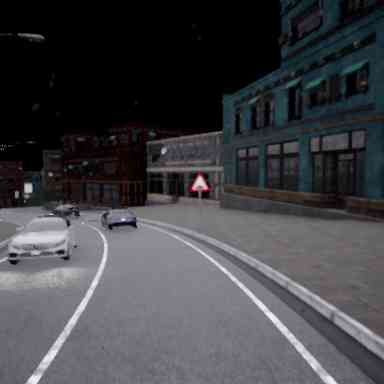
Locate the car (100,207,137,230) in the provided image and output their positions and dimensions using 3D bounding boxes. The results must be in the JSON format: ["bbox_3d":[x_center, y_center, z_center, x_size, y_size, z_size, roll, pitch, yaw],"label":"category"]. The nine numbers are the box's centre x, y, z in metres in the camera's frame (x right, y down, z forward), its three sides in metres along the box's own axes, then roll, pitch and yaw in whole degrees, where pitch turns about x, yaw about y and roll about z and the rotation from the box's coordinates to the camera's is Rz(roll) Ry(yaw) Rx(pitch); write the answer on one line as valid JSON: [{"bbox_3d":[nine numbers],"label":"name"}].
[{"bbox_3d":[-5.234,1.788,23.459,1.994,1.385,4.181,-2,0,-22],"label":"car"}]

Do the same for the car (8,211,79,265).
[{"bbox_3d":[-5.426,1.660,12.599,1.812,1.442,4.674,-1,-1,-14],"label":"car"}]

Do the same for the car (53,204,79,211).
[{"bbox_3d":[-14.724,2.182,38.757,1.837,1.490,4.892,-3,0,-40],"label":"car"}]
